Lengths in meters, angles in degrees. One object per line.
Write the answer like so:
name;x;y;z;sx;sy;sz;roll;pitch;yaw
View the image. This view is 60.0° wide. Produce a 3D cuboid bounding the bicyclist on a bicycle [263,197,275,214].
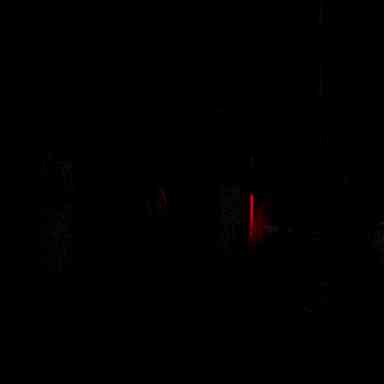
bicyclist on a bicycle;7.417;1.349;32.129;1.656;1.620;0.582;0;0;-36
